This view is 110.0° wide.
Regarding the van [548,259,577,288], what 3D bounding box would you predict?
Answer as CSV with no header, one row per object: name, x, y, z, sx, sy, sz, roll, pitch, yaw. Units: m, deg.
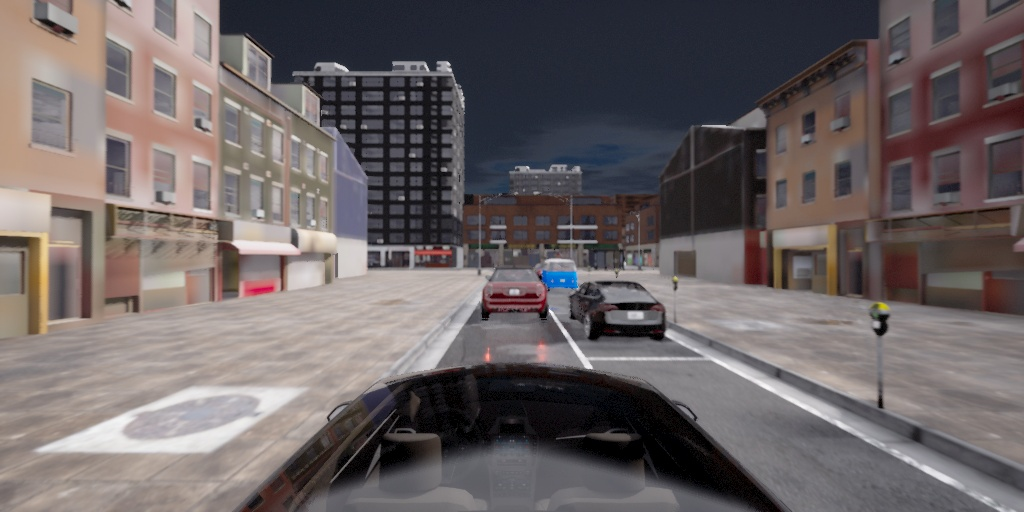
van,2.640,1.068,20.632,1.690,1.789,3.998,0,0,0

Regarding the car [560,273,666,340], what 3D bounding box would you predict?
car,2.639,1.304,9.757,1.948,1.339,4.313,0,0,0

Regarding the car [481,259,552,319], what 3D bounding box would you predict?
car,0.083,1.089,12.919,2.097,1.767,4.553,0,0,0
